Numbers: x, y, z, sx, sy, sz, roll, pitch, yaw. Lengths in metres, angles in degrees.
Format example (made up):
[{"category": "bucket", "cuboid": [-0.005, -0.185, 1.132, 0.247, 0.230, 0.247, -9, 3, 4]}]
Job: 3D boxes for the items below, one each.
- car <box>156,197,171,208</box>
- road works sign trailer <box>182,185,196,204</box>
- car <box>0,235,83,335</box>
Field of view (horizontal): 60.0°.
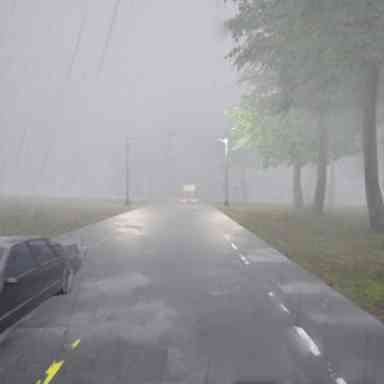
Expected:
[{"category": "car", "cuboid": [-3.867, 1.444, 45.805, 2.033, 1.411, 5.357, 0, 0, 0]}, {"category": "road works sign trailer", "cuboid": [-0.477, 0.358, 60.674, 2.380, 3.560, 2.880, 0, 0, -1]}, {"category": "car", "cuboid": [-3.598, 1.540, 5.929, 2.033, 1.411, 5.357, 0, 0, 0]}]
